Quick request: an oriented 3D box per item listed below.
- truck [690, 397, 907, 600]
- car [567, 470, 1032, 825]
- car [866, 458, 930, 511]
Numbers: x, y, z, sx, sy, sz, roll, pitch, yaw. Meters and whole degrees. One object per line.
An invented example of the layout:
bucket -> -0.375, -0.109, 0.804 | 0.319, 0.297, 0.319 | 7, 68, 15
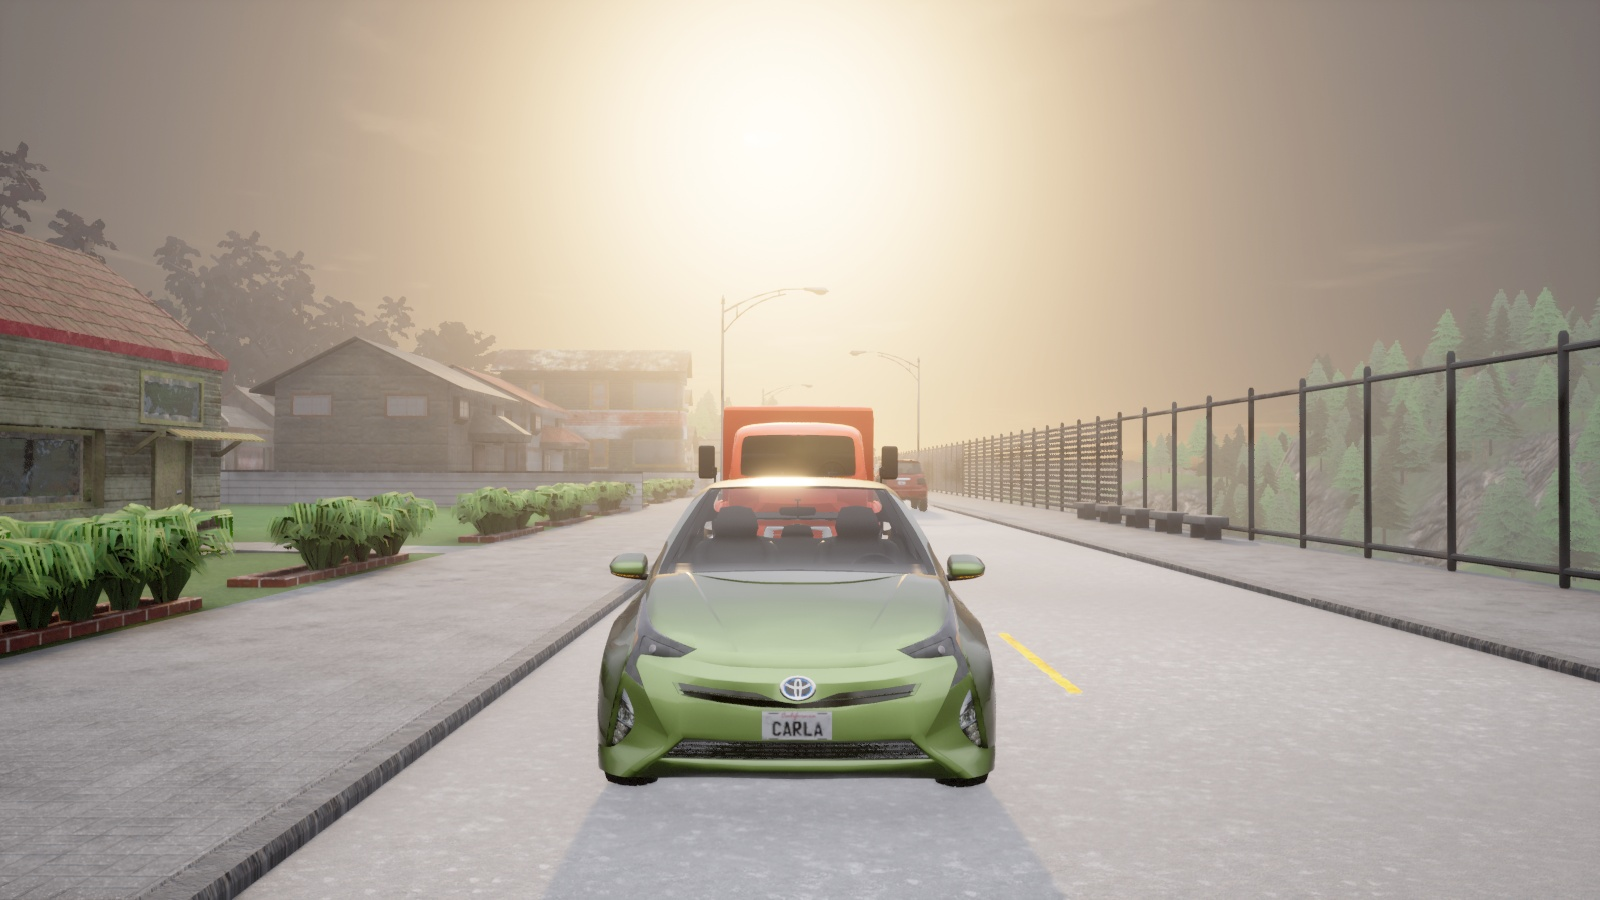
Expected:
truck -> -0.026, 0.627, 17.896 | 2.627, 2.467, 5.204 | 0, -1, 0
car -> -0.009, 0.890, 7.693 | 2.007, 1.525, 4.514 | 0, -1, 0
car -> 3.915, 1.374, 51.132 | 2.150, 2.045, 5.566 | 0, -1, 0
